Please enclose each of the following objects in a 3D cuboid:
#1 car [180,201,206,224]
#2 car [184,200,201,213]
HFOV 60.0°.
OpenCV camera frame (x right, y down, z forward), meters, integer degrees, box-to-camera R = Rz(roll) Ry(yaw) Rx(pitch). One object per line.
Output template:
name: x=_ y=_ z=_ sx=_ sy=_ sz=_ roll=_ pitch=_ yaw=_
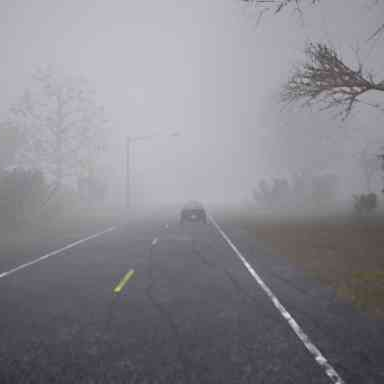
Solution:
car: x=0.099 y=1.616 z=26.028 sx=1.882 sy=1.535 sz=5.008 roll=0 pitch=0 yaw=0
car: x=0.097 y=1.774 z=41.692 sx=1.994 sy=1.385 sz=4.181 roll=0 pitch=0 yaw=0
